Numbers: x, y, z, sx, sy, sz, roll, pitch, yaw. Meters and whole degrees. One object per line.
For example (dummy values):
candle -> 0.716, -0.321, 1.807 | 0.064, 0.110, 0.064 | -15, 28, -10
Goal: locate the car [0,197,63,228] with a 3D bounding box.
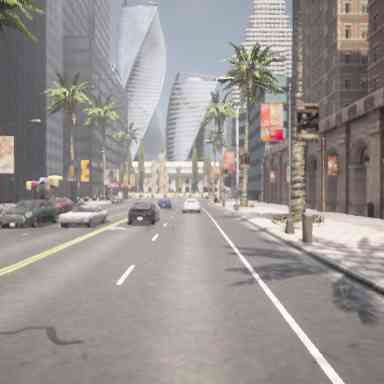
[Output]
car -> -10.581, 1.335, 21.878 | 2.097, 1.767, 4.553 | 0, 0, 0

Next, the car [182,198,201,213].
car -> -0.071, 1.499, 37.061 | 1.812, 1.442, 4.674 | 0, 0, -1

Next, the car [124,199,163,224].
car -> -3.462, 1.487, 24.461 | 1.837, 1.490, 4.892 | 0, 0, 0

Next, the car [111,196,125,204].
car -> -14.103, 1.435, 63.534 | 2.231, 1.521, 4.892 | 0, 0, -1

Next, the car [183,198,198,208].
car -> -0.211, 1.530, 47.996 | 1.994, 1.385, 4.181 | 0, 0, -1

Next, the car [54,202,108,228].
car -> -7.078, 1.585, 22.079 | 1.895, 1.301, 4.718 | 0, 0, 1

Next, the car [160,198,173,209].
car -> -3.667, 1.494, 44.873 | 1.812, 1.442, 4.674 | 0, 0, -1

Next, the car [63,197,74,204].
car -> -13.723, 1.329, 34.161 | 2.185, 1.767, 4.553 | 0, 0, -1
